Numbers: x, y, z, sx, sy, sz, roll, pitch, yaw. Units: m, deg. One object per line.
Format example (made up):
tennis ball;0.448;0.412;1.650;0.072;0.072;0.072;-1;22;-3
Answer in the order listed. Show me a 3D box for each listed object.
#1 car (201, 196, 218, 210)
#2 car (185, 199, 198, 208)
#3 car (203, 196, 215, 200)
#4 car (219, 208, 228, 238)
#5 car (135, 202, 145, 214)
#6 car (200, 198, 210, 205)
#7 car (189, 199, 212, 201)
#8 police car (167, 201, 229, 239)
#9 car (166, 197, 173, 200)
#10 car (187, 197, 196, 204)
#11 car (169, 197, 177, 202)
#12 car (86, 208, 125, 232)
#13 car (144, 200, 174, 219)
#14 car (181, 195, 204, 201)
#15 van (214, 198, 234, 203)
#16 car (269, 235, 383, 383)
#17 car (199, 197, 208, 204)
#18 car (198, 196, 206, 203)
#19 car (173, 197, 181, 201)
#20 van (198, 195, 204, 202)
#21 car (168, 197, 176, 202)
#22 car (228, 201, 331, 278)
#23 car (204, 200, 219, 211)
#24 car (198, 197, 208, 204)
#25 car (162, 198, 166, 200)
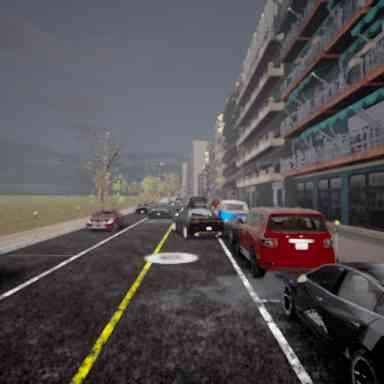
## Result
car;2.552;1.575;49.827;2.192;1.841;5.009;1;0;0
car;-0.027;1.834;54.859;2.033;1.411;5.357;0;0;0
car;2.560;1.486;32.844;2.192;1.841;5.009;1;0;0
car;2.565;1.649;15.859;1.947;1.339;4.313;1;0;0
car;-5.325;1.764;37.968;1.947;1.339;4.313;1;0;0
car;2.542;1.877;66.979;1.752;1.417;4.829;1;0;0
car;0.810;1.653;28.246;1.837;1.490;4.892;0;0;0
police car;0.198;1.520;18.100;1.930;1.638;5.238;0;0;-14
car;-5.338;1.872;66.068;1.752;1.417;4.829;1;0;0
car;-0.034;1.764;69.860;1.812;1.442;4.674;0;0;0
car;-5.352;2.051;94.507;2.008;1.369;4.403;1;0;0
car;-5.318;1.692;21.005;1.802;1.307;4.206;1;0;0
car;-2.862;1.723;30.472;1.994;1.385;4.181;0;0;0
car;0.364;1.398;34.187;2.150;2.045;5.566;0;0;-5
van;2.565;1.454;21.522;1.690;1.788;3.998;1;0;0
car;2.570;1.590;4.538;1.947;1.339;4.313;1;0;0
car;2.539;1.907;72.640;1.752;1.417;4.829;1;0;0
car;2.535;1.882;83.792;1.967;1.590;4.097;1;0;0
car;-2.784;1.888;71.679;1.812;1.442;4.674;0;0;0
van;2.531;1.844;95.114;1.690;1.788;3.998;1;0;0
car;-5.349;2.020;88.853;2.008;1.369;4.403;1;0;0
car;2.571;1.369;10.200;2.192;1.841;5.009;1;0;0
car;2.552;1.812;44.165;1.802;1.307;4.206;1;0;0
car;2.536;1.962;78.130;2.008;1.369;4.403;1;0;0
car;-5.331;1.839;49.275;1.802;1.307;4.206;1;0;0
